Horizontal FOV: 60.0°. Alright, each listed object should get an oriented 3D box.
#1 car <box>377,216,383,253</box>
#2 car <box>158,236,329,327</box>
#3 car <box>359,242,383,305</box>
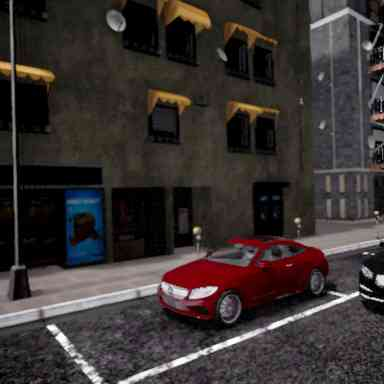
[{"bbox_3d":[9.227,1.561,13.067,4.206,1.307,1.802,-1,-1,-37],"label":"car"},{"bbox_3d":[1.279,1.640,7.112,4.206,1.307,1.802,-1,-1,-37],"label":"car"},{"bbox_3d":[5.455,1.476,7.153,4.902,1.511,2.128,-1,-1,-37],"label":"car"}]
